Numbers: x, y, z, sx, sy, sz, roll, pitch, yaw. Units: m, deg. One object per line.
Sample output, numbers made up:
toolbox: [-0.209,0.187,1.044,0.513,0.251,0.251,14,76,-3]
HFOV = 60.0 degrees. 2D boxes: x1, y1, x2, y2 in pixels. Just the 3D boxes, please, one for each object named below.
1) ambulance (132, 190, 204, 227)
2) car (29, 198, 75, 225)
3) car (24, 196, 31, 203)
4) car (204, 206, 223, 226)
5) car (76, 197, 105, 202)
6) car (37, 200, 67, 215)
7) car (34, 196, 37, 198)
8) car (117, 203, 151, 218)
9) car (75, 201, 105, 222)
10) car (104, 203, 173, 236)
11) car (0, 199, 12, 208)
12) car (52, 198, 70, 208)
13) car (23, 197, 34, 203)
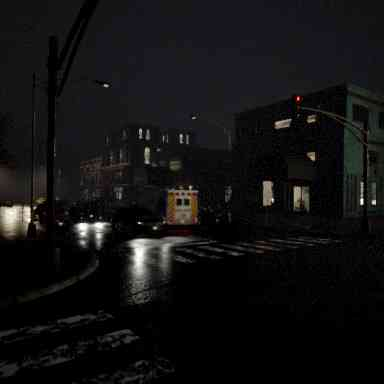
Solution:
ambulance: [-2.217,1.142,22.946,2.351,2.431,6.366,1,-1,-35]
car: [-10.416,1.492,24.542,1.967,1.590,4.097,1,-1,-35]
car: [-38.216,1.788,79.571,2.192,1.841,5.009,1,-1,-35]
car: [0.409,1.701,24.088,2.008,1.369,4.403,1,-1,-35]
car: [-12.844,1.574,43.127,2.192,1.841,5.009,1,-1,-35]
car: [-15.604,1.647,36.833,2.128,1.511,4.902,1,-1,-34]
car: [-31.988,1.944,70.585,1.752,1.417,4.829,1,-1,-35]
car: [-5.837,1.783,33.096,1.802,1.307,4.206,1,-1,-35]
car: [-8.805,1.662,26.993,1.994,1.385,4.181,1,-1,-35]
car: [-3.156,1.578,18.890,1.812,1.442,4.674,1,-1,-33]
car: [-29.191,1.738,51.845,1.752,1.417,4.829,1,-1,-35]
car: [-22.402,1.778,56.761,1.967,1.590,4.097,1,-1,-35]
car: [-41.380,2.051,84.131,2.008,1.369,4.403,1,-1,-35]
